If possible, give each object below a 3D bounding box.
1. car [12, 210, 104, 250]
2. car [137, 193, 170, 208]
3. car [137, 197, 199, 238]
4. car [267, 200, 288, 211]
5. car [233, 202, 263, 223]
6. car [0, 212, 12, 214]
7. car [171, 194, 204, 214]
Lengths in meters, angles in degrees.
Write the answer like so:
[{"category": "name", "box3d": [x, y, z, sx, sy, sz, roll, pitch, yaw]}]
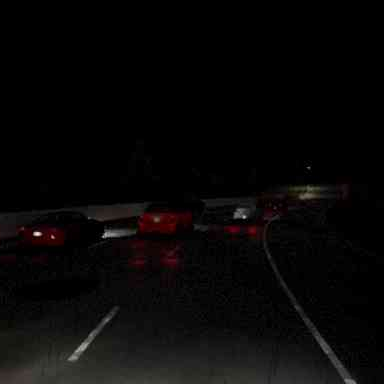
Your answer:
[{"category": "car", "box3d": [-5.461, 1.544, 14.437, 1.994, 1.385, 4.181, 0, 0, 9]}, {"category": "car", "box3d": [-5.492, 1.189, 48.249, 2.150, 2.045, 5.566, 0, 0, 25]}, {"category": "car", "box3d": [-1.248, 1.341, 17.888, 2.097, 1.767, 4.553, 0, 0, 12]}, {"category": "car", "box3d": [10.786, 1.612, 41.393, 1.895, 1.301, 4.718, 0, 0, 24]}, {"category": "car", "box3d": [4.345, 1.526, 25.430, 1.812, 1.442, 4.674, 0, 0, 17]}, {"category": "car", "box3d": [-11.622, 1.508, 20.763, 2.033, 1.411, 5.357, 0, 0, 12]}, {"category": "car", "box3d": [-0.522, 1.207, 32.856, 2.150, 2.045, 5.566, 0, 0, 20]}]
